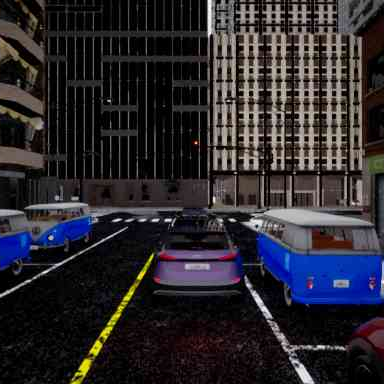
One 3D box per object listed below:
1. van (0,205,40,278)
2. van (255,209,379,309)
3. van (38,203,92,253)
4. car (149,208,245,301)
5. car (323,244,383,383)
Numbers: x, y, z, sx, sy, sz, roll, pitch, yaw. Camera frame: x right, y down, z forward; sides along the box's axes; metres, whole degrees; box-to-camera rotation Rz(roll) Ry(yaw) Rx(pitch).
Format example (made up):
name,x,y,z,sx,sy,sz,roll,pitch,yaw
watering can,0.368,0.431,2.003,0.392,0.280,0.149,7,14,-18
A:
name,x,y,z,sx,sy,sz,roll,pitch,yaw
van,-5.308,1.342,7.578,1.690,1.788,3.998,0,0,0
van,2.573,1.342,7.580,1.690,1.788,3.998,0,0,0
van,-5.305,1.345,13.268,1.690,1.788,3.998,0,0,0
car,0.103,1.432,8.337,2.033,1.649,4.856,0,0,0
car,2.570,1.440,1.890,1.967,1.590,4.097,0,0,0
